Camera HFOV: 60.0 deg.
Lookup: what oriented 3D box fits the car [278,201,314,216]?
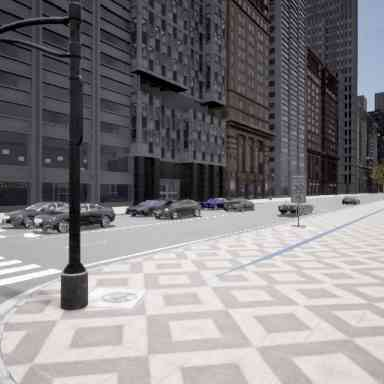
[{"bbox_3d":[9.610,1.410,30.363,1.895,1.301,4.718,0,0,36],"label":"car"}]

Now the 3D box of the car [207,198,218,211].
[{"bbox_3d":[2.715,1.372,37.801,1.895,1.301,4.718,0,0,36],"label":"car"}]

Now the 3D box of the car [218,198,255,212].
[{"bbox_3d":[5.027,1.347,35.437,1.994,1.385,4.181,0,0,36],"label":"car"}]

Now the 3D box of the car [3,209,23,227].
[{"bbox_3d":[-9.276,1.393,21.153,2.128,1.511,4.902,0,0,37],"label":"car"}]

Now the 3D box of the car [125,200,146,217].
[{"bbox_3d":[-3.411,1.386,29.310,2.033,1.411,5.357,0,0,36],"label":"car"}]

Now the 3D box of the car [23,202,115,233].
[{"bbox_3d":[-6.662,1.401,19.255,2.128,1.511,4.902,0,0,34],"label":"car"}]

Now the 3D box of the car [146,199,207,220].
[{"bbox_3d":[-1.136,1.354,26.905,1.837,1.490,4.892,0,1,36],"label":"car"}]

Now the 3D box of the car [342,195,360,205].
[{"bbox_3d":[24.260,1.200,50.699,1.994,1.385,4.181,0,1,36],"label":"car"}]
